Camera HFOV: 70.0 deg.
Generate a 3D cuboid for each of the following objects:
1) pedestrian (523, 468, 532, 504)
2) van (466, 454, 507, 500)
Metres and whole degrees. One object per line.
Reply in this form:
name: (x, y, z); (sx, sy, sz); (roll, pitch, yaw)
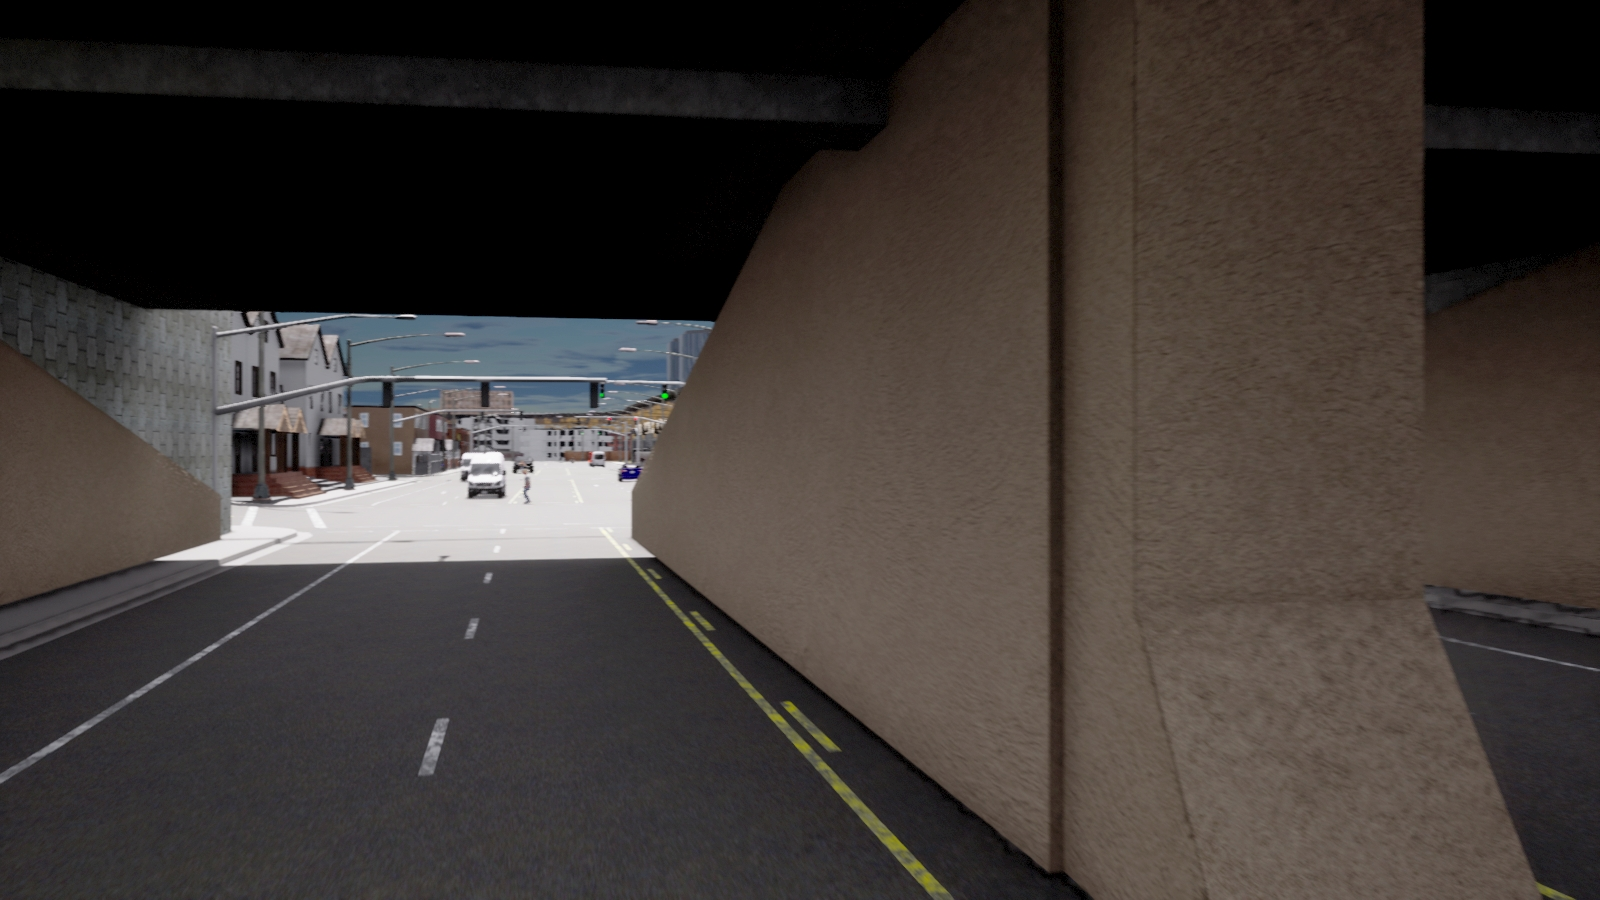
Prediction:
pedestrian: (-14.176, 1.874, 59.379); (0.375, 1.860, 0.375); (0, 0, -32)
van: (-18.704, 1.551, 68.323); (1.988, 2.561, 5.915); (0, 0, -12)
